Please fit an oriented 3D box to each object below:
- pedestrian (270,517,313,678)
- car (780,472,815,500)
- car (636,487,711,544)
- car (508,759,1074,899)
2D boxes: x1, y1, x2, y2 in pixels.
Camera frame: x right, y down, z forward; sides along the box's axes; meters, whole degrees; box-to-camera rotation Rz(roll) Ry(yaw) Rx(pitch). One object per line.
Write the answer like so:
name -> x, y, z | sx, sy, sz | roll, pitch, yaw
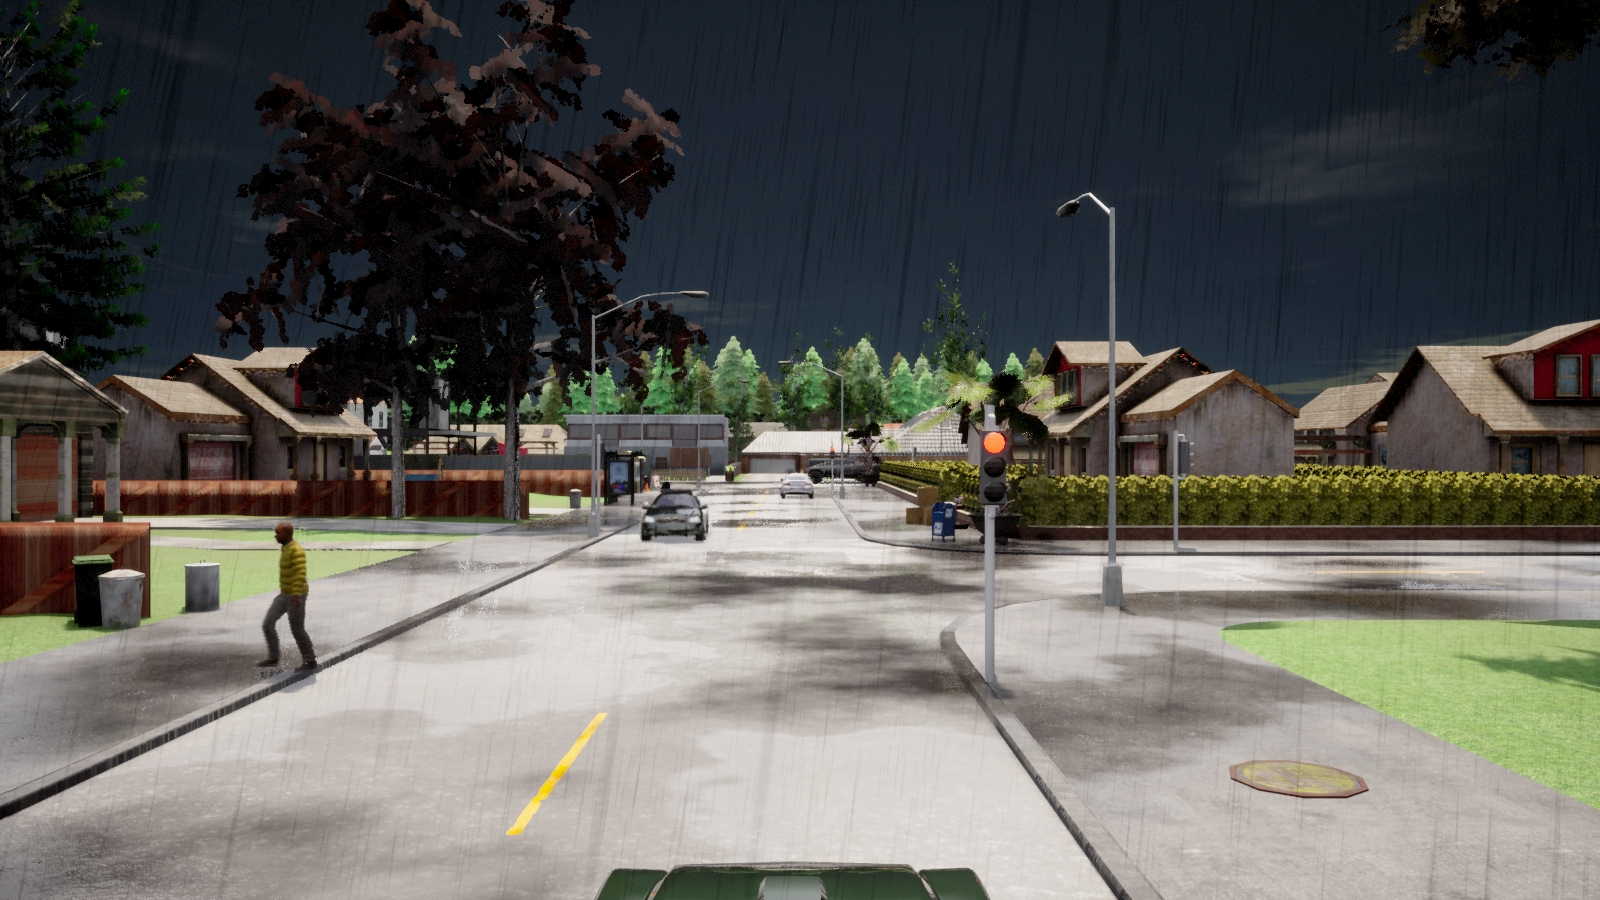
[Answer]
pedestrian -> -6.092, 1.746, 13.677 | 0.375, 1.860, 0.375 | 0, 0, -41
car -> -0.164, 2.081, 66.907 | 2.002, 1.442, 4.674 | 0, 0, 0
car -> -3.953, 2.038, 36.523 | 2.038, 1.542, 4.974 | 0, 0, -2
car -> -0.028, 2.155, 3.193 | 1.895, 1.301, 4.718 | 0, 0, 0
